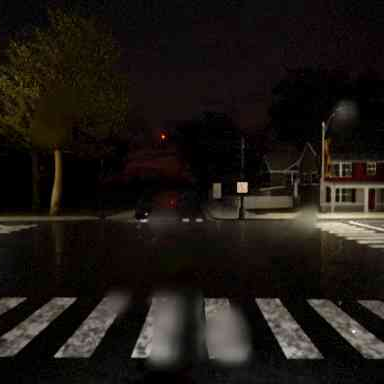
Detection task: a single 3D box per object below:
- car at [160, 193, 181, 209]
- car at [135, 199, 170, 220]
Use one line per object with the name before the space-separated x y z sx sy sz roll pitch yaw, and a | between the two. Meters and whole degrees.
car | -2.924 1.155 43.713 2.150 2.045 5.566 0 0 0
car | -3.358 1.528 27.766 1.994 1.385 4.181 0 0 5
